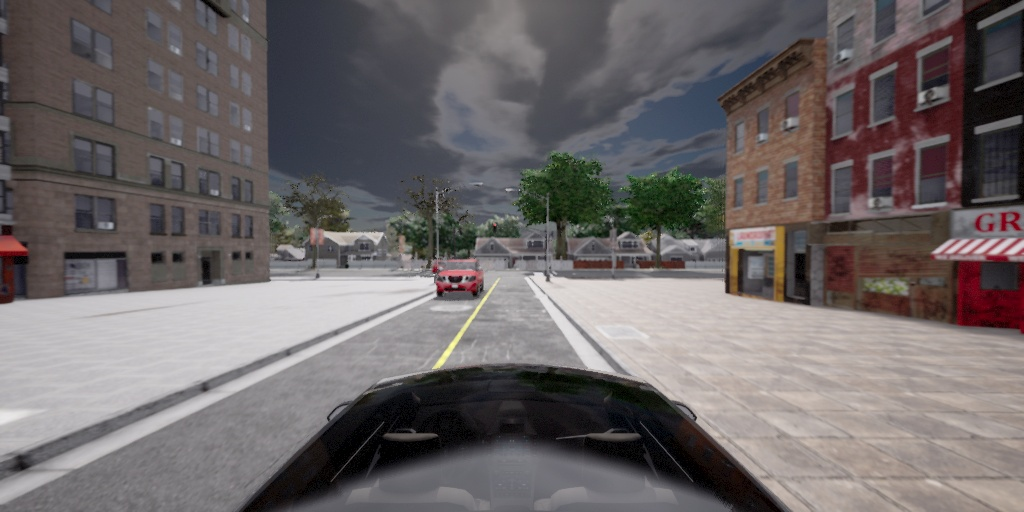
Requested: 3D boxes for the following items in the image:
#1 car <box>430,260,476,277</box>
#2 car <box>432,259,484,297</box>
[{"bbox_3d":[-7.575,1.560,46.509,5.566,2.045,2.150,1,1,0],"label":"car"},{"bbox_3d":[-2.841,1.178,20.665,2.150,2.045,5.566,0,-1,0],"label":"car"}]
